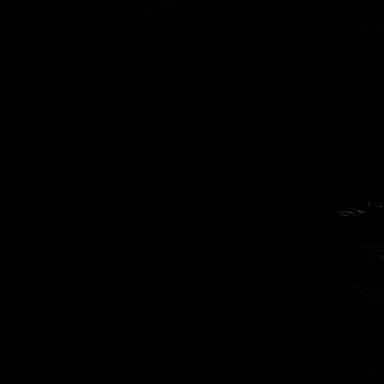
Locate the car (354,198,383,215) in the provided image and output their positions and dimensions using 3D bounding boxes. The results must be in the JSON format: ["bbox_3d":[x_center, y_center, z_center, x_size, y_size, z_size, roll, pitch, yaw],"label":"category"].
[{"bbox_3d":[17.335,1.331,30.483,2.097,1.767,4.553,1,0,-31],"label":"car"}]

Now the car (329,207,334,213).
[{"bbox_3d":[11.097,1.411,31.996,4.674,1.442,1.812,1,0,36],"label":"car"}]
